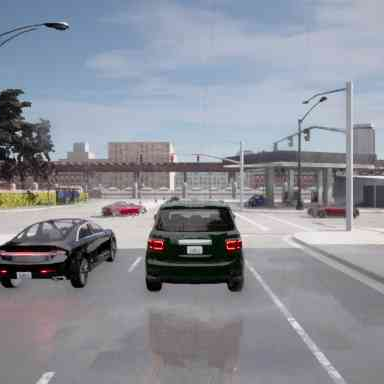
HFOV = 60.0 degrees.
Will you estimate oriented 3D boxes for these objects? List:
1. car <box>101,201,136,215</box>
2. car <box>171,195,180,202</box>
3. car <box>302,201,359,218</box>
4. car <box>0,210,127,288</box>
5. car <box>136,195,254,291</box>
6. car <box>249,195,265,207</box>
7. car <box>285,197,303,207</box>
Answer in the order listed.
[{"bbox_3d":[-6.309,1.564,30.865,4.181,1.385,1.994,0,0,-43],"label":"car"},{"bbox_3d":[-3.591,1.500,73.835,1.837,1.490,4.892,0,0,0],"label":"car"},{"bbox_3d":[12.354,1.564,29.210,4.181,1.385,1.994,0,0,-1],"label":"car"},{"bbox_3d":[-3.431,1.492,9.238,2.128,1.511,4.902,0,0,0],"label":"car"},{"bbox_3d":[0.073,1.221,9.153,2.150,2.045,5.566,0,0,0],"label":"car"},{"bbox_3d":[9.649,1.295,49.338,2.242,1.667,4.611,0,0,0],"label":"car"},{"bbox_3d":[15.393,1.456,50.107,1.970,1.475,3.806,0,0,0],"label":"car"}]
